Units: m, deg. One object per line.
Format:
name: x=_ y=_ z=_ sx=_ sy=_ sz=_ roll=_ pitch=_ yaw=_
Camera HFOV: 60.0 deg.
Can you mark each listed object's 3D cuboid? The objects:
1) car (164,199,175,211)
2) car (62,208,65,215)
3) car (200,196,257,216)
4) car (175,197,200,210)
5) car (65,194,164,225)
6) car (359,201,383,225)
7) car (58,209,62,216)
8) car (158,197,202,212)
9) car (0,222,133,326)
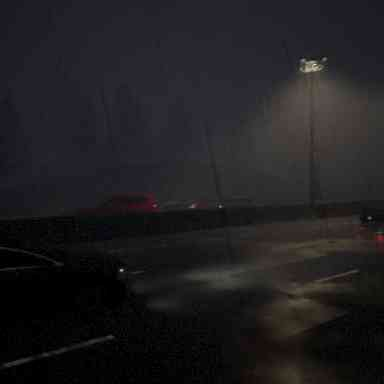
car: x=-0.672 y=1.460 z=33.430 sx=4.718 sy=1.301 sz=1.895 roll=-1 pitch=1 yaw=-35
car: x=-7.012 y=1.533 z=24.643 sx=4.181 sy=1.385 sz=1.994 roll=-1 pitch=0 yaw=-35
car: x=3.354 y=1.206 z=27.704 sx=4.553 sy=1.767 sz=2.097 roll=-1 pitch=0 yaw=-35
car: x=1.196 y=1.211 z=30.465 sx=4.553 sy=1.767 sz=2.097 roll=-1 pitch=0 yaw=-35
car: x=-4.961 y=1.186 z=21.808 sx=5.566 sy=2.045 sz=2.150 roll=-1 pitch=0 yaw=-35
car: x=12.483 y=1.321 z=21.183 sx=4.674 sy=1.442 sz=1.812 roll=-1 pitch=1 yaw=-35
car: x=-8.903 y=1.534 z=27.593 sx=4.181 sy=1.385 sz=1.994 roll=-1 pitch=0 yaw=-35
car: x=-1.337 y=1.376 z=37.250 sx=4.674 sy=1.442 sz=1.812 roll=-1 pitch=0 yaw=-35
car: x=-3.432 y=1.495 z=5.594 sx=4.902 sy=1.511 sz=2.128 roll=0 pitch=0 yaw=-35
